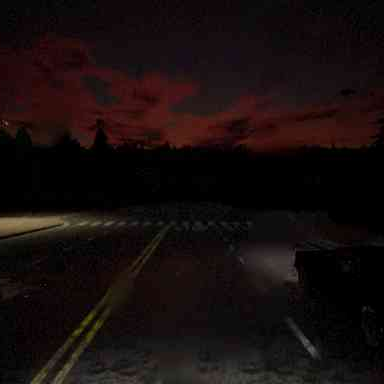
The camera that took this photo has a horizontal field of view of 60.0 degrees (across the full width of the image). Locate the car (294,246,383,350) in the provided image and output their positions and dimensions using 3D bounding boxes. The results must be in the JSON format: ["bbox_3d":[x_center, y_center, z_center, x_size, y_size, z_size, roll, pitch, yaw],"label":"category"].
[{"bbox_3d":[3.511,1.673,6.283,1.895,1.301,4.718,0,-1,-1],"label":"car"}]
